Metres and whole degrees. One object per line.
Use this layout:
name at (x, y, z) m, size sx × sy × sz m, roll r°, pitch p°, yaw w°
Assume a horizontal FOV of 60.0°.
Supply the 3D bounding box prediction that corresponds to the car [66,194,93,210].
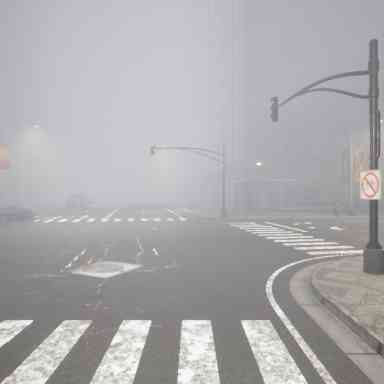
car at (-14.740, 1.249, 43.153) m, size 2.150 × 2.045 × 5.566 m, roll 0°, pitch 0°, yaw -9°

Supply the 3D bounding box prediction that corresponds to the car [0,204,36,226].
car at (-13.097, 1.572, 23.489) m, size 1.994 × 1.385 × 4.181 m, roll 0°, pitch 0°, yaw 17°

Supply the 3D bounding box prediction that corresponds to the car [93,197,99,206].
car at (-16.800, 1.604, 56.040) m, size 1.994 × 1.385 × 4.181 m, roll 0°, pitch 0°, yaw -9°
